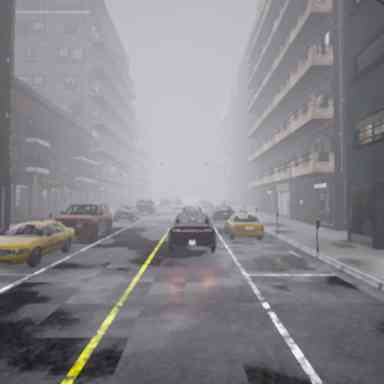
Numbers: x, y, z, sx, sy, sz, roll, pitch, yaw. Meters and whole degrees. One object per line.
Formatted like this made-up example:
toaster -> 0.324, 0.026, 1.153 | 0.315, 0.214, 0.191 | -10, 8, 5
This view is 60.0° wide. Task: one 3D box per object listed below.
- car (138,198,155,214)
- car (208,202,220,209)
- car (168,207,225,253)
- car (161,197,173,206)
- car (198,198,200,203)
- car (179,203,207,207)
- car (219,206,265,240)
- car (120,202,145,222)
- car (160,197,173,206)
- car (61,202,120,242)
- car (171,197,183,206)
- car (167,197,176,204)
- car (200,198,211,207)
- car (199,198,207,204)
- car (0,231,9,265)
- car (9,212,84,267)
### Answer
car -> -5.633, 1.707, 40.516 | 2.192, 1.841, 5.009 | 1, -1, 0
car -> 2.731, 1.848, 29.197 | 1.947, 1.339, 4.313 | 1, -1, 0
car -> 0.018, 1.631, 14.318 | 2.128, 1.511, 4.902 | 0, 0, 0
car -> -5.602, 2.042, 74.622 | 2.192, 1.841, 5.009 | 1, -1, 0
car -> 2.778, 2.350, 80.356 | 1.947, 1.339, 4.313 | 1, -1, 0
car -> 0.029, 1.882, 29.133 | 1.895, 1.301, 4.718 | 0, -1, 0
car -> 2.721, 1.699, 17.999 | 1.752, 1.417, 4.829 | 1, -1, 0
car -> -5.649, 1.832, 29.145 | 2.008, 1.369, 4.403 | 1, -1, 0
car -> -5.613, 2.236, 68.935 | 1.947, 1.339, 4.313 | 1, -1, 0
car -> -5.654, 1.486, 17.778 | 2.192, 1.841, 5.009 | 1, -1, 0
car -> -2.933, 2.173, 71.901 | 1.882, 1.535, 5.008 | 0, -1, 0
car -> -5.586, 2.213, 91.674 | 2.192, 1.841, 5.009 | 1, -1, 0
car -> 2.758, 2.086, 57.789 | 1.752, 1.417, 4.829 | 1, -1, 0
car -> 2.784, 2.369, 86.211 | 1.752, 1.417, 4.829 | 1, -1, 0
car -> -5.670, 1.644, 6.407 | 1.802, 1.307, 4.206 | 1, -1, 0
car -> -5.664, 1.640, 11.922 | 1.752, 1.417, 4.829 | 1, -1, 0
